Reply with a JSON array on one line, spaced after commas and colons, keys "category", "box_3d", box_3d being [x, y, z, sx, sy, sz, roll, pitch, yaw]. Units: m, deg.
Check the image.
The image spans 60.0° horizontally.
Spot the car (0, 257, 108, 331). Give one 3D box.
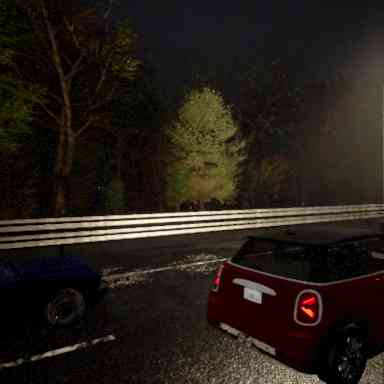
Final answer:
[{"category": "car", "box_3d": [-3.849, 1.600, 5.297, 4.718, 1.301, 1.895, 0, 0, -36]}]

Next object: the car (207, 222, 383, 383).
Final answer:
[{"category": "car", "box_3d": [2.515, 1.353, 5.516, 4.553, 1.767, 2.097, 0, 0, -35]}]
